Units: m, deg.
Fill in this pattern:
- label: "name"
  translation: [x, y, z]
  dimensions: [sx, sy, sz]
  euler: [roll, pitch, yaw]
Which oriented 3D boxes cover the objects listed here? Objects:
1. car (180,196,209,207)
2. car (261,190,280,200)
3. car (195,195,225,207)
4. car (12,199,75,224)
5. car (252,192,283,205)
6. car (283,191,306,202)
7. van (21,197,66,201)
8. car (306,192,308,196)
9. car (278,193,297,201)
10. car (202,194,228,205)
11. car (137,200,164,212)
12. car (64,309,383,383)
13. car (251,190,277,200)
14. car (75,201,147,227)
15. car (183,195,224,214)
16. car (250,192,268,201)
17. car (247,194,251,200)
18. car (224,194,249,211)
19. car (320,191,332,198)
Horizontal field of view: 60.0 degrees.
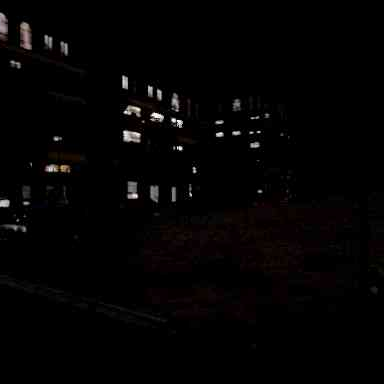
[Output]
- label: "car"
  translation: [0.369, 1.223, 45.907]
  dimensions: [1.947, 1.339, 4.313]
  euler: [1, 1, 35]
- label: "car"
  translation: [16.233, 0.545, 68.787]
  dimensions: [2.192, 1.841, 5.009]
  euler: [1, 1, 35]
- label: "car"
  translation: [2.442, 1.175, 44.338]
  dimensions: [1.812, 1.442, 4.674]
  euler: [0, 1, 35]
- label: "car"
  translation: [-10.653, 1.554, 25.456]
  dimensions: [2.033, 1.411, 5.357]
  euler: [0, 1, 36]
- label: "car"
  translation: [10.427, 1.091, 45.708]
  dimensions: [2.008, 1.369, 4.403]
  euler: [1, 1, 35]
- label: "car"
  translation: [16.870, 0.892, 55.002]
  dimensions: [1.752, 1.417, 4.829]
  euler: [1, 1, 35]
- label: "van"
  translation: [-12.322, 1.345, 27.596]
  dimensions: [1.690, 1.788, 3.998]
  euler: [1, 1, 35]
- label: "car"
  translation: [28.922, 0.437, 87.098]
  dimensions: [1.887, 1.381, 4.507]
  euler: [1, 1, 35]
- label: "car"
  translation: [17.260, 0.909, 60.135]
  dimensions: [1.895, 1.301, 4.718]
  euler: [0, 1, 35]
- label: "car"
  translation: [3.541, 1.122, 50.484]
  dimensions: [2.008, 1.369, 4.403]
  euler: [1, 1, 35]
- label: "car"
  translation: [-5.006, 1.453, 33.629]
  dimensions: [1.895, 1.301, 4.718]
  euler: [0, 1, 34]
- label: "car"
  translation: [0.954, 1.549, 2.183]
  dimensions: [4.507, 1.381, 1.887]
  euler: [-1, 0, 36]
- label: "car"
  translation: [11.463, 0.942, 51.779]
  dimensions: [1.882, 1.535, 5.008]
  euler: [0, 1, 35]
- label: "car"
  translation: [-5.436, 1.539, 22.825]
  dimensions: [1.947, 1.339, 4.313]
  euler: [1, 1, 35]
- label: "car"
  translation: [0.909, 1.344, 31.977]
  dimensions: [1.887, 1.381, 4.507]
  euler: [1, 1, 35]
- label: "car"
  translation: [12.962, 0.843, 64.074]
  dimensions: [1.752, 1.417, 4.829]
  euler: [1, 1, 35]
- label: "car"
  translation: [9.887, 0.966, 59.638]
  dimensions: [1.947, 1.339, 4.313]
  euler: [1, 1, 35]
- label: "car"
  translation: [4.082, 1.263, 36.554]
  dimensions: [2.008, 1.369, 4.403]
  euler: [1, 1, 35]
- label: "car"
  translation: [30.142, 0.483, 74.746]
  dimensions: [1.882, 1.535, 5.008]
  euler: [0, 1, 35]
